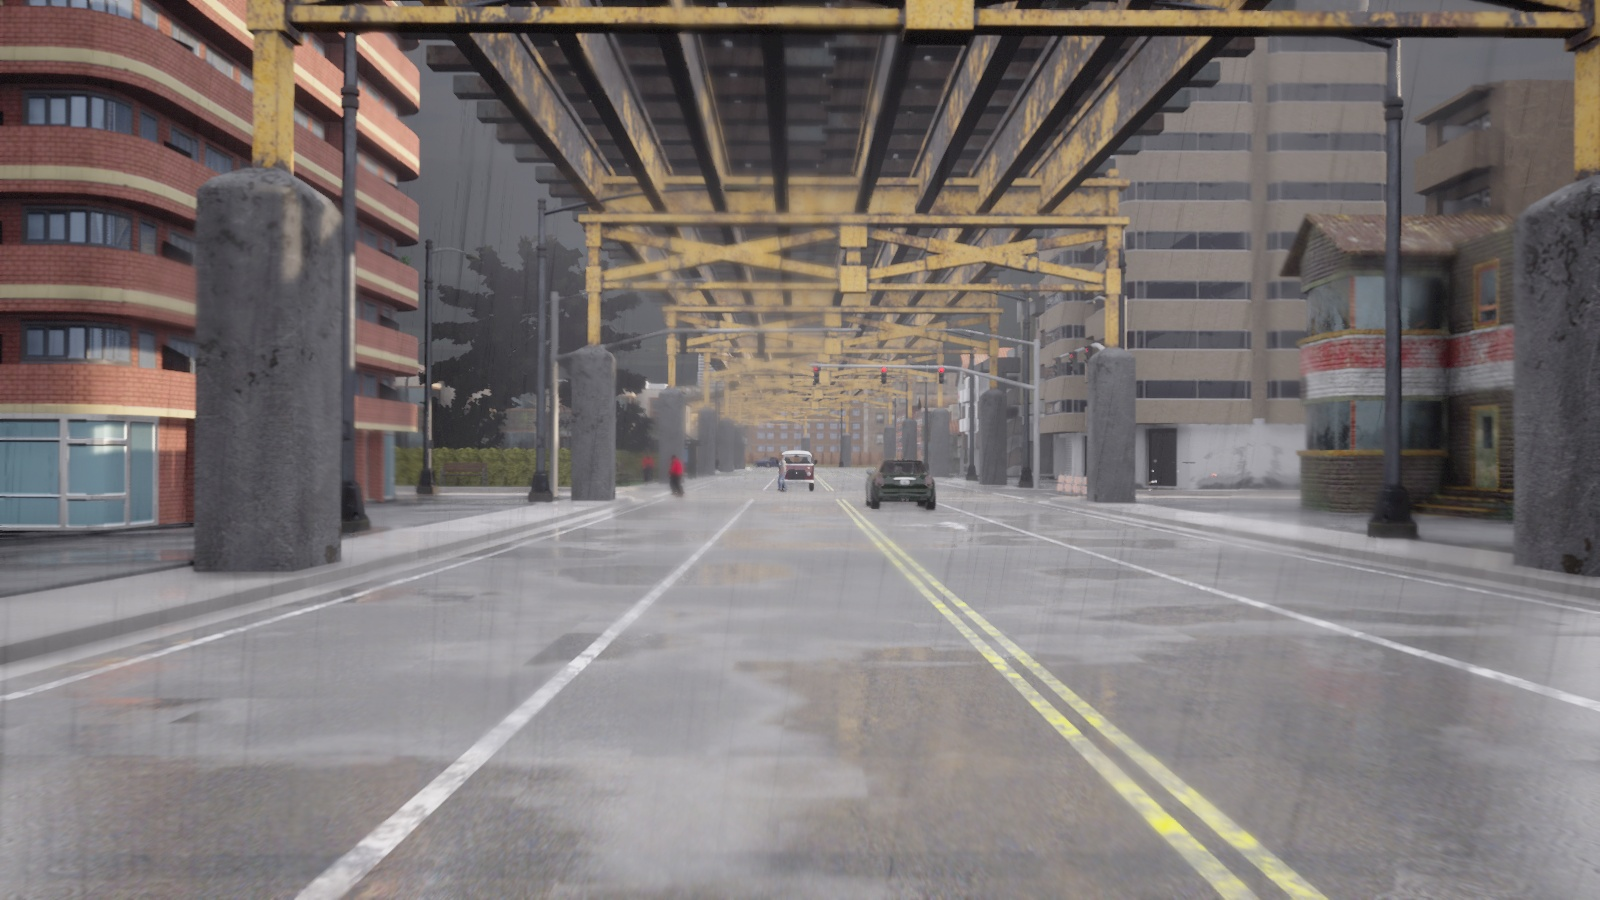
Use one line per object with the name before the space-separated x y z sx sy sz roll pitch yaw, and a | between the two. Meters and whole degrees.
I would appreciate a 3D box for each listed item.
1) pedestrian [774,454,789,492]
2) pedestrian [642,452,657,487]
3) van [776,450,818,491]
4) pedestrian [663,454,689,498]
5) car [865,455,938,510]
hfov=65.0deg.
pedestrian | -0.894 1.107 61.134 0.706 1.836 0.354 0 0 0
pedestrian | -8.108 1.032 67.449 0.634 1.844 0.899 0 0 -18
van | -0.167 1.048 64.735 2.069 2.038 4.480 0 0 0
pedestrian | -5.212 1.078 52.761 0.899 1.844 0.634 0 0 16
car | 3.390 1.056 42.894 2.097 1.767 4.553 0 0 0
